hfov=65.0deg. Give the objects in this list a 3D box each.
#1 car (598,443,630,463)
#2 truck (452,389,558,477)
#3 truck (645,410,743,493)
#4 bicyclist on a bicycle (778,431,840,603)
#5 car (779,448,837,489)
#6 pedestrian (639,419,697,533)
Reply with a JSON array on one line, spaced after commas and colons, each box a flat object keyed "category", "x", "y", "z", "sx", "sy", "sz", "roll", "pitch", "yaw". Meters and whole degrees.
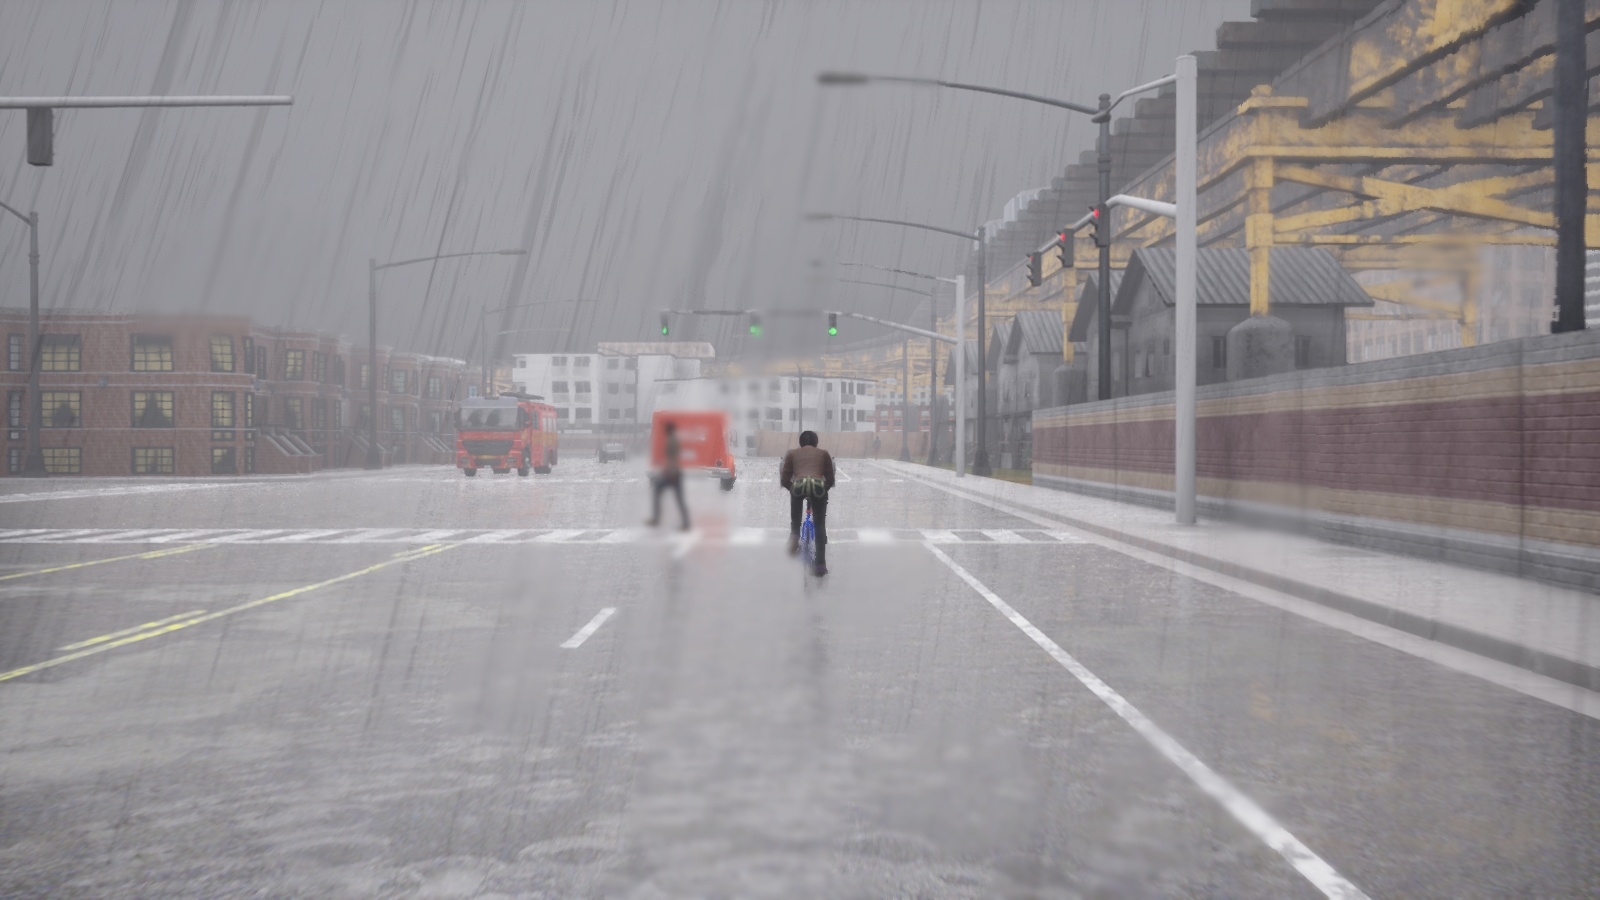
[{"category": "car", "x": -14.028, "y": 0.209, "z": 94.558, "sx": 1.837, "sy": 1.490, "sz": 4.892, "roll": 0, "pitch": 0, "yaw": -15}, {"category": "truck", "x": -13.647, "y": -0.759, "z": 58.833, "sx": 2.891, "sy": 3.827, "sz": 8.468, "roll": 0, "pitch": 0, "yaw": 0}, {"category": "truck", "x": -3.257, "y": 0.034, "z": 39.767, "sx": 2.627, "sy": 2.467, "sz": 5.204, "roll": 0, "pitch": 0, "yaw": 0}, {"category": "bicyclist on a bicycle", "x": 0.088, "y": 0.628, "z": 12.667, "sx": 0.582, "sy": 1.620, "sz": 1.656, "roll": 0, "pitch": 0, "yaw": 0}, {"category": "car", "x": 0.263, "y": 0.604, "z": 43.366, "sx": 1.895, "sy": 1.301, "sz": 4.718, "roll": 0, "pitch": 0, "yaw": 0}, {"category": "pedestrian", "x": -2.125, "y": 0.416, "z": 20.219, "sx": 0.869, "sy": 1.805, "sz": 0.328, "roll": 0, "pitch": 0, "yaw": 18}]
